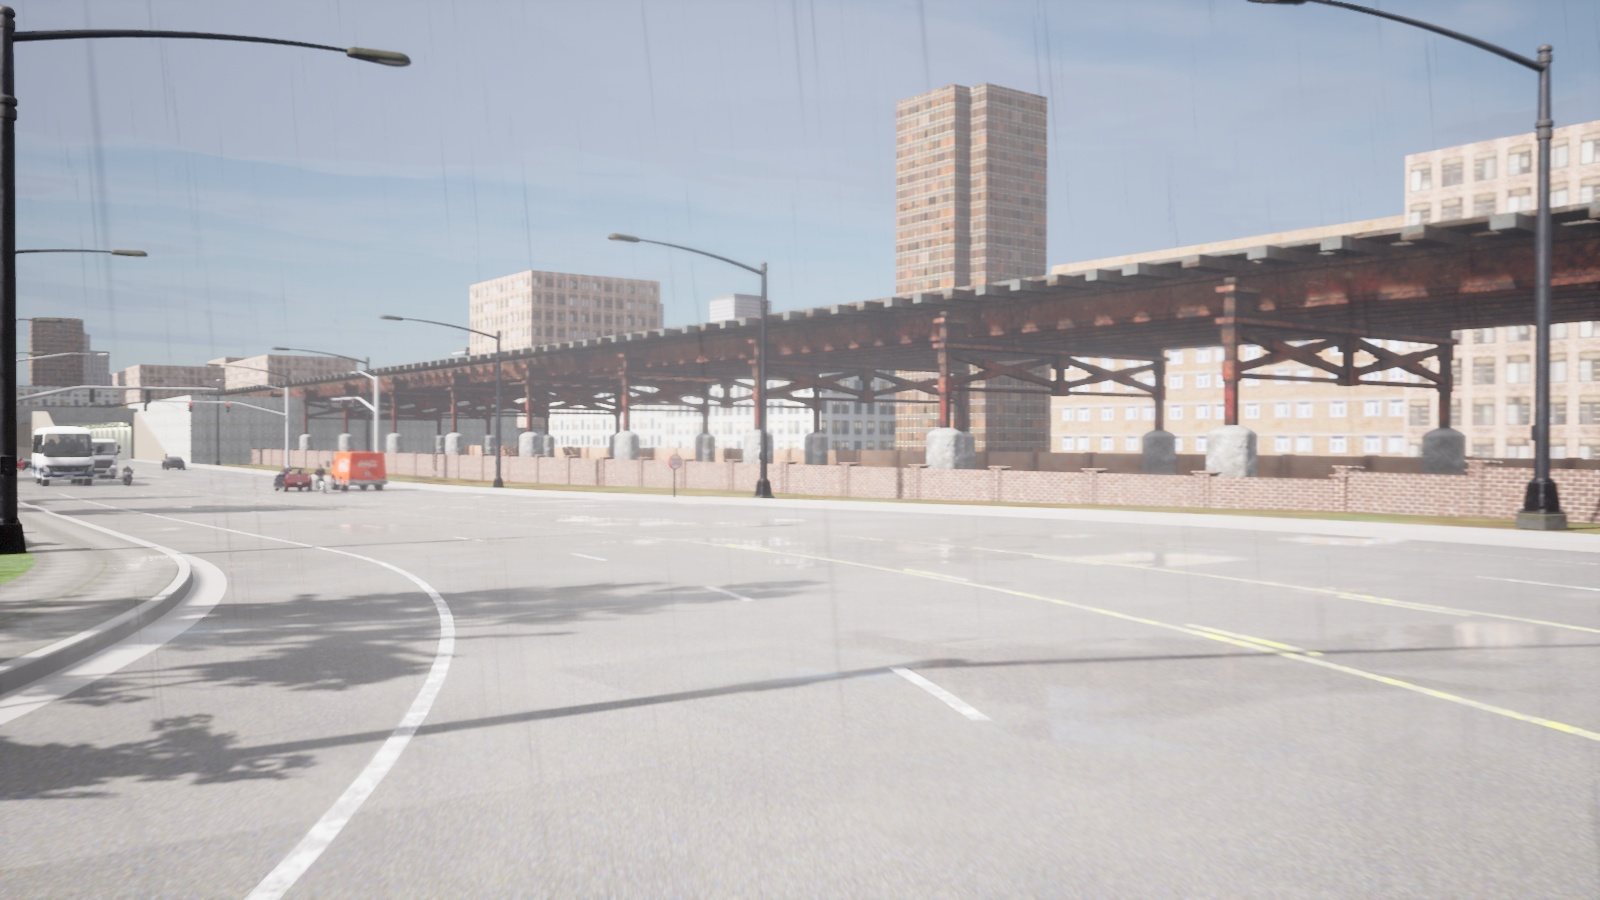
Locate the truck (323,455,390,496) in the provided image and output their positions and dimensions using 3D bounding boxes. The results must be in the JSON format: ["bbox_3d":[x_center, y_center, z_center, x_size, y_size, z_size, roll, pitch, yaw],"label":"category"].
[{"bbox_3d":[-28.015,1.580,79.179,2.627,2.467,5.204,-1,0,-35],"label":"truck"}]

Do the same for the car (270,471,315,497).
[{"bbox_3d":[-31.649,2.115,78.244,1.845,1.501,3.633,-1,0,-35],"label":"car"}]
